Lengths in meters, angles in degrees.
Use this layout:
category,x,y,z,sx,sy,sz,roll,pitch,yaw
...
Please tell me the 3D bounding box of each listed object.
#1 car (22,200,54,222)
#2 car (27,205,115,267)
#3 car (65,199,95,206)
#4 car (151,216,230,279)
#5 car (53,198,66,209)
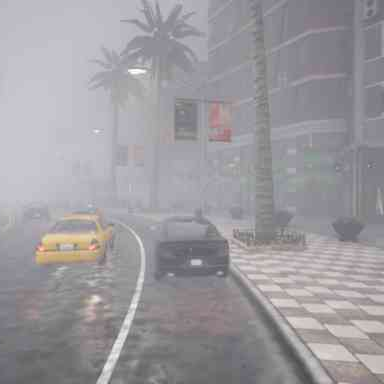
category,x,y,z,sx,sy,sz,roll,pitch,yaw
car,-12.015,1.486,25.646,1.812,1.442,4.674,0,0,-27
car,-3.708,1.440,11.384,1.801,1.575,5.366,0,0,-8
car,-8.577,1.512,26.676,2.033,1.411,5.357,0,0,-27
car,-0.213,1.467,10.103,1.882,1.535,5.008,0,0,-7
car,-15.692,1.435,39.361,2.128,1.511,4.902,0,0,-31
